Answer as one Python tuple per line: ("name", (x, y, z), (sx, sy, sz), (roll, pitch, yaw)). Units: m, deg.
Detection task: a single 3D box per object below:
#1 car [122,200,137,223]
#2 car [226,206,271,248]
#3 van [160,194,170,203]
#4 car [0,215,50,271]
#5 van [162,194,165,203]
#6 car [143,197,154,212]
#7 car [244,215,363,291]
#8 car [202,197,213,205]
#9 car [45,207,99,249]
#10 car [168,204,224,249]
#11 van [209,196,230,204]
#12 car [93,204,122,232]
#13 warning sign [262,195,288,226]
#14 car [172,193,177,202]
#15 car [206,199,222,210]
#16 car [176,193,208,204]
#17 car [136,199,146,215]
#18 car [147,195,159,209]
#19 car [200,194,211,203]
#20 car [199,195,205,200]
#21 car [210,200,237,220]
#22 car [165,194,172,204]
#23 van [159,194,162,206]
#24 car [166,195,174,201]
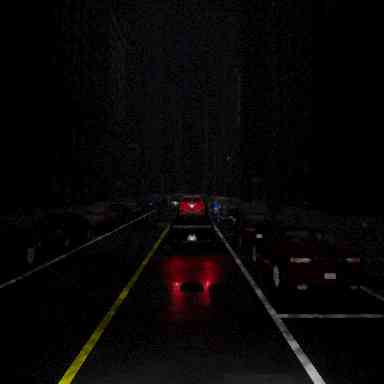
("car", (-5.764, 1.569, 25.761), (1.947, 1.339, 4.313), (0, 0, 0))
("car", (2.761, 1.545, 14.506), (1.887, 1.381, 4.507), (0, 0, 0))
("van", (-5.765, 1.389, 70.853), (1.690, 1.788, 3.998), (0, 0, 0))
("car", (-5.764, 1.544, 8.852), (1.887, 1.381, 4.507), (0, 0, 0))
("van", (-5.765, 1.368, 53.944), (1.690, 1.788, 3.998), (0, 0, 0))
("car", (-5.764, 1.576, 37.034), (1.947, 1.339, 4.313), (0, 0, 0))
("car", (2.761, 1.544, 8.869), (1.887, 1.381, 4.507), (0, 0, 0))
("car", (2.761, 1.578, 59.595), (1.887, 1.381, 4.507), (0, 0, 0))
("car", (-5.763, 1.566, 14.488), (1.947, 1.339, 4.313), (0, 0, 0))
("car", (0.000, 1.496, 14.650), (2.128, 1.511, 4.902), (0, 0, 0))
("van", (2.761, 1.348, 31.414), (1.690, 1.788, 3.998), (0, 0, 0))
("car", (-5.764, 1.527, 19.954), (1.752, 1.417, 4.829), (0, 0, 0))
("warning sign", (5.069, 1.117, 20.361), (1.300, 1.860, 1.060), (0, 0, 0))
("car", (-3.000, 1.549, 76.737), (1.837, 1.490, 4.892), (0, 0, 0))
("car", (2.761, 1.597, 42.687), (1.802, 1.307, 4.206), (0, 0, 0))
("car", (0.000, 1.264, 29.681), (2.150, 2.045, 5.566), (0, 0, 0))
("car", (-5.764, 1.588, 31.398), (1.802, 1.307, 4.206), (0, 0, 0))
("car", (-5.764, 1.455, 42.671), (1.967, 1.590, 4.097), (0, 0, 0))
("car", (2.760, 1.363, 70.868), (2.192, 1.841, 5.009), (0, 0, 0))
("car", (2.760, 1.612, 93.583), (1.752, 1.417, 4.829), (0, 0, 0))
("car", (2.761, 1.554, 25.778), (2.008, 1.369, 4.403), (0, 0, 0))
("car", (-5.765, 1.355, 65.217), (2.192, 1.841, 5.009), (0, 0, 0))
("van", (-5.765, 1.362, 48.308), (1.690, 1.788, 3.998), (0, 0, 0))
("car", (-5.765, 1.620, 87.763), (1.887, 1.381, 4.507), (0, 0, 0))
